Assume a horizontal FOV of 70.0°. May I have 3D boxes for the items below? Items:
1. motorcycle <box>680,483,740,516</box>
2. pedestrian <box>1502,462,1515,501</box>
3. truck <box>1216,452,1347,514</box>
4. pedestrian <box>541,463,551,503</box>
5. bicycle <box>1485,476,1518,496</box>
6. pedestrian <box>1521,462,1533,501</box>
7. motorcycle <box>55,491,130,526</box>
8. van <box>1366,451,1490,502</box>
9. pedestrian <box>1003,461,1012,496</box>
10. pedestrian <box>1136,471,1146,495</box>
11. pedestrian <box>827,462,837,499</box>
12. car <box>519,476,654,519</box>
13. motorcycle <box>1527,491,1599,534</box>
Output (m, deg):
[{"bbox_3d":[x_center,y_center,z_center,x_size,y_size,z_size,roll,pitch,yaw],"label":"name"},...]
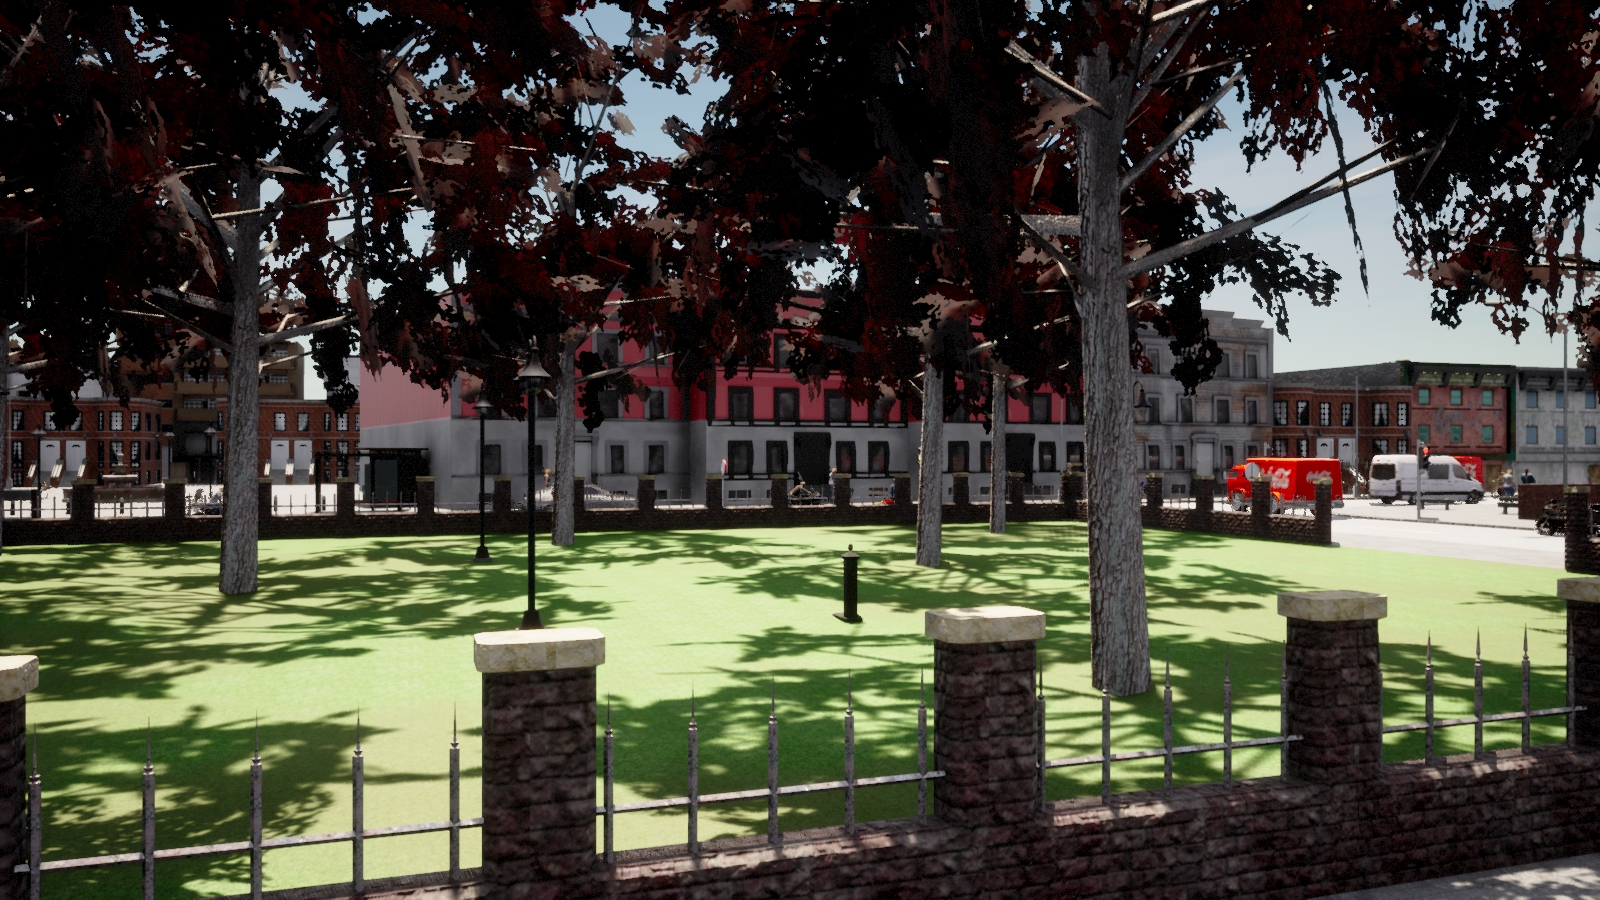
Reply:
[{"bbox_3d":[-3.606,1.986,45.796,2.209,1.251,0.867,0,0,-21],"label":"motorcycle"},{"bbox_3d":[34.270,1.517,55.294,0.375,1.860,0.375,0,0,-19],"label":"pedestrian"},{"bbox_3d":[20.519,1.352,48.988,2.627,2.467,5.204,0,0,-14],"label":"truck"},{"bbox_3d":[-11.707,1.525,52.672,0.375,1.860,0.375,0,0,-25],"label":"pedestrian"},{"bbox_3d":[40.059,2.039,65.248,1.487,1.080,0.859,0,0,-18],"label":"bicycle"},{"bbox_3d":[34.942,1.520,54.928,0.375,1.860,0.375,0,0,-32],"label":"pedestrian"},{"bbox_3d":[-24.155,1.992,39.052,2.033,1.145,0.803,0,0,-19],"label":"motorcycle"},{"bbox_3d":[32.220,1.317,58.629,5.915,2.561,1.988,0,0,-17],"label":"van"},{"bbox_3d":[11.027,1.525,60.752,0.375,1.860,0.375,0,0,-9],"label":"pedestrian"},{"bbox_3d":[18.787,1.804,62.932,0.375,1.300,0.375,0,0,-30],"label":"pedestrian"},{"bbox_3d":[1.604,1.523,57.411,0.375,1.860,0.375,0,0,-25],"label":"pedestrian"},{"bbox_3d":[-8.319,1.828,44.451,4.902,1.511,2.128,0,0,-19],"label":"car"},{"bbox_3d":[24.644,1.987,36.575,0.867,1.251,2.209,0,0,-21],"label":"motorcycle"}]
